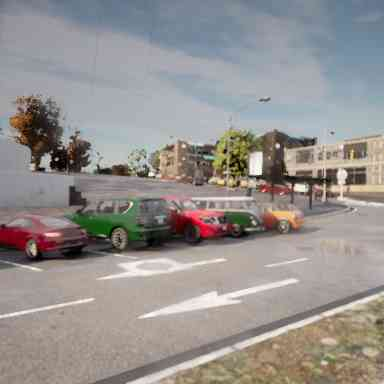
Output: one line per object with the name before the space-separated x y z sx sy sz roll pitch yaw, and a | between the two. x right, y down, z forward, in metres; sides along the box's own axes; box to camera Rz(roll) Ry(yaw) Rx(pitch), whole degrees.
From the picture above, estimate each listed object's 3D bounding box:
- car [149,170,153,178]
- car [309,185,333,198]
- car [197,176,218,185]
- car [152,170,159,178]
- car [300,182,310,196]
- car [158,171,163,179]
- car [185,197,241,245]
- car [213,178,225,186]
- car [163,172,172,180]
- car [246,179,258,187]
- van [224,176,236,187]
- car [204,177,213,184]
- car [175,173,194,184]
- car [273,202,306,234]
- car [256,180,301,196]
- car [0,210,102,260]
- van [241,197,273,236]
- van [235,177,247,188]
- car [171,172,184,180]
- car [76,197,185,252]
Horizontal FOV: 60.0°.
car | -8.945 -4.487 86.979 2.435 2.045 5.566 1 -1 34
car | 18.913 0.014 47.768 2.002 1.452 4.674 7 3 35
car | 3.337 -2.442 69.947 2.002 1.452 4.674 7 3 35
car | -7.169 -4.210 84.634 2.185 1.767 4.553 4 1 33
car | 17.218 -0.549 50.237 2.435 2.045 5.566 7 3 35
car | -5.435 -3.975 82.167 2.185 1.767 4.553 6 3 34
car | -0.874 1.232 15.827 5.566 2.045 2.435 -1 -1 35
car | 6.919 -1.936 65.170 1.946 1.575 5.366 7 3 35
car | -3.637 -3.824 79.704 2.435 2.045 5.566 7 4 34
car | 11.995 -1.116 57.614 2.231 1.521 4.892 7 3 35
van | 8.497 -1.888 62.442 1.878 1.987 4.442 7 4 35
car | 5.084 -2.168 67.488 2.002 1.452 4.674 7 4 35
car | -0.514 -2.104 59.747 1.994 1.385 4.181 2 4 -35
car | 4.068 1.353 19.255 4.553 1.767 2.185 -1 -1 35
car | 11.159 -0.370 43.454 1.882 1.535 5.008 2 4 -36
car | -5.809 1.529 12.358 4.674 1.452 2.002 -1 0 35
van | 1.662 1.254 17.501 4.442 1.987 1.878 -1 -1 35
van | 10.231 -1.614 59.973 1.878 1.987 4.442 7 4 35
car | -1.781 -3.301 77.448 1.946 1.575 5.366 7 3 34
car | -3.385 1.235 14.119 5.566 2.045 2.435 -1 0 35
